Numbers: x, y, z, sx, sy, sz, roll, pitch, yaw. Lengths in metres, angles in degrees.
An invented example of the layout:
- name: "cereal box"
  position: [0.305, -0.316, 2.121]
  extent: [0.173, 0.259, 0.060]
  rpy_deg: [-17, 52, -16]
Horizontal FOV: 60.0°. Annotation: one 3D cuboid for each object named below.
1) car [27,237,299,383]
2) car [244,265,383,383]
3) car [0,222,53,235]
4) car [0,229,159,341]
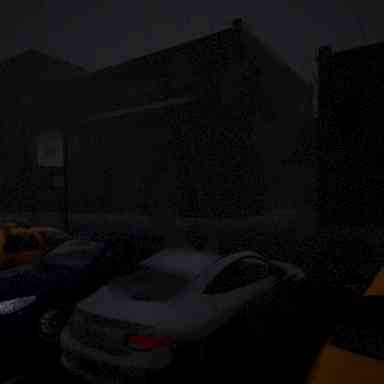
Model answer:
- name: "car"
  position: [0.320, 1.530, 5.126]
  extent: [2.002, 1.452, 4.674]
  rpy_deg: [0, 0, 36]
- name: "car"
  position: [2.686, 1.477, 3.668]
  extent: [1.946, 1.575, 5.366]
  rpy_deg: [0, 0, 36]
- name: "car"
  position: [-3.990, 1.529, 8.433]
  extent: [1.946, 1.575, 5.366]
  rpy_deg: [-1, 0, 36]
- name: "car"
  position: [-1.841, 1.547, 6.674]
  extent: [2.002, 1.452, 4.674]
  rpy_deg: [-1, 0, 36]
